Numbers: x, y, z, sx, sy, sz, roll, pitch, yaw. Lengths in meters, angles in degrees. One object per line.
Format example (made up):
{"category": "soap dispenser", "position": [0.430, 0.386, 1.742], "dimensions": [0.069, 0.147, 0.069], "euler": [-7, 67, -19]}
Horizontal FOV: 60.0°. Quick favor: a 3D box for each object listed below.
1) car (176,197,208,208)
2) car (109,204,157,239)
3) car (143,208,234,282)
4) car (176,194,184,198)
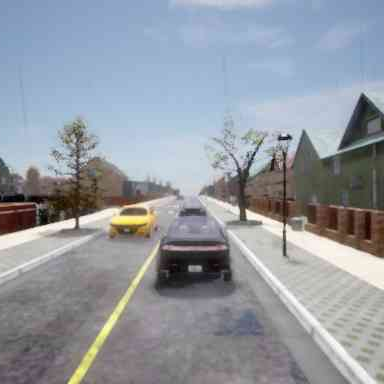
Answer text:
{"category": "car", "position": [0.066, 1.384, 23.417], "dimensions": [2.128, 1.511, 4.902], "euler": [0, 0, 0]}
{"category": "car", "position": [-2.843, 1.396, 17.011], "dimensions": [1.882, 1.535, 5.008], "euler": [0, 0, 0]}
{"category": "car", "position": [0.075, 1.442, 9.590], "dimensions": [2.128, 1.511, 4.902], "euler": [0, 0, 0]}
{"category": "car", "position": [-2.765, 1.289, 79.146], "dimensions": [1.812, 1.442, 4.674], "euler": [0, 0, 0]}
